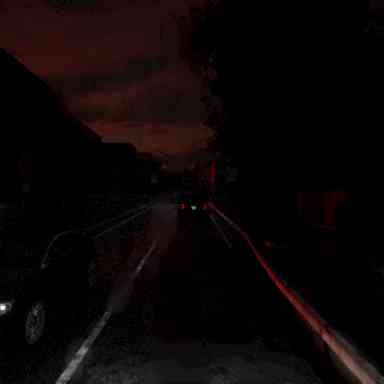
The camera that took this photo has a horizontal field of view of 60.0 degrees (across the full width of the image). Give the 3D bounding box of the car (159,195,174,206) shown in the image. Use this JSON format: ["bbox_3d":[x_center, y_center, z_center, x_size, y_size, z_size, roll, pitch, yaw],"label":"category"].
[{"bbox_3d":[-3.483,1.187,47.104,1.994,1.385,4.181,0,1,0],"label":"car"}]

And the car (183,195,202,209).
[{"bbox_3d":[0.057,1.170,41.657,2.128,1.511,4.902,0,1,0],"label":"car"}]

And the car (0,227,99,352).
[{"bbox_3d":[-3.189,1.486,6.323,2.128,1.511,4.902,0,0,0],"label":"car"}]

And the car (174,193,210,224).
[{"bbox_3d":[0.088,1.096,23.726,2.150,2.045,5.566,0,0,0],"label":"car"}]
